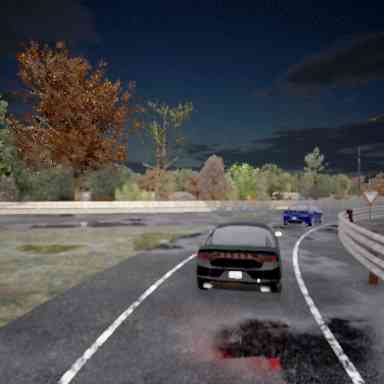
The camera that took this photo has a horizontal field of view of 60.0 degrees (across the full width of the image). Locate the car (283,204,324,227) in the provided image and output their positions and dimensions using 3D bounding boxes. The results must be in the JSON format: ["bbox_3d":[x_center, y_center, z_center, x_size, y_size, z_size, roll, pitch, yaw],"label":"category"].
[{"bbox_3d":[8.175,1.593,24.198,1.882,1.535,5.008,0,0,33],"label":"car"}]

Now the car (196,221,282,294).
[{"bbox_3d":[1.405,1.519,9.068,1.882,1.535,5.008,0,0,13],"label":"car"}]
